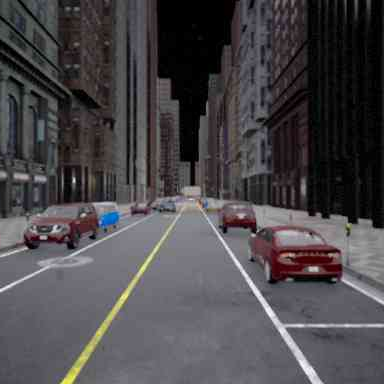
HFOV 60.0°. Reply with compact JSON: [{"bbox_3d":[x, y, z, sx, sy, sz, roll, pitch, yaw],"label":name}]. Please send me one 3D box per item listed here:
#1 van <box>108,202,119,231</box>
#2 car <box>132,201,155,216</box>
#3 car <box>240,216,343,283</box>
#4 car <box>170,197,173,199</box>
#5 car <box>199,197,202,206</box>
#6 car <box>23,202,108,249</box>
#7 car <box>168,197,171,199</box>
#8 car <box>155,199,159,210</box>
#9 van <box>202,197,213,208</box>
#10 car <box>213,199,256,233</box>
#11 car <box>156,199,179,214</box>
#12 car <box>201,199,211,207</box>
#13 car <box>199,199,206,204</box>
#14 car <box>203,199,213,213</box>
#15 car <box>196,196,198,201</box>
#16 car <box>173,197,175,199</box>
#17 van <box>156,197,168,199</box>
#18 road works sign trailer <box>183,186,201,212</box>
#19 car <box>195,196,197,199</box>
[{"bbox_3d":[-5.762,1.547,21.044,1.690,1.788,3.998,0,-1,0],"label":"van"},{"bbox_3d":[-5.760,1.923,37.952,1.887,1.381,4.507,0,-1,0],"label":"car"},{"bbox_3d":[2.762,1.640,9.785,1.887,1.381,4.507,0,-1,0],"label":"car"},{"bbox_3d":[-5.756,2.298,71.770,1.947,1.339,4.313,0,-1,0],"label":"car"},{"bbox_3d":[2.767,2.054,60.509,1.967,1.590,4.097,0,-1,0],"label":"car"},{"bbox_3d":[-5.763,1.466,15.409,2.192,1.841,5.009,0,-1,0],"label":"car"},{"bbox_3d":[-5.756,2.239,66.134,1.947,1.339,4.313,0,-1,0],"label":"car"},{"bbox_3d":[-5.759,2.061,49.224,1.947,1.339,4.313,0,-1,0],"label":"car"},{"bbox_3d":[2.766,1.837,49.238,1.690,1.788,3.998,0,-1,0],"label":"van"},{"bbox_3d":[2.763,1.521,21.058,2.192,1.841,5.009,0,-1,0],"label":"car"},{"bbox_3d":[-3.083,1.984,42.071,1.994,1.385,4.181,0,-1,0],"label":"car"},{"bbox_3d":[2.768,2.200,66.314,1.752,1.417,4.829,0,-1,0],"label":"car"},{"bbox_3d":[2.771,2.477,88.688,1.947,1.339,4.313,0,-1,0],"label":"car"},{"bbox_3d":[2.766,1.964,43.771,1.752,1.417,4.829,0,-1,0],"label":"car"},{"bbox_3d":[2.770,2.292,83.053,1.967,1.590,4.097,0,-1,0],"label":"car"},{"bbox_3d":[-5.756,2.107,77.409,2.192,1.841,5.009,0,-1,0],"label":"car"},{"bbox_3d":[-5.758,1.955,60.500,1.690,1.788,3.998,0,-1,0],"label":"van"},{"bbox_3d":[0.006,0.921,45.564,2.380,3.560,2.880,0,-1,0],"label":"road works sign trailer"},{"bbox_3d":[2.771,2.285,94.327,2.192,1.841,5.009,0,-1,0],"label":"car"}]
